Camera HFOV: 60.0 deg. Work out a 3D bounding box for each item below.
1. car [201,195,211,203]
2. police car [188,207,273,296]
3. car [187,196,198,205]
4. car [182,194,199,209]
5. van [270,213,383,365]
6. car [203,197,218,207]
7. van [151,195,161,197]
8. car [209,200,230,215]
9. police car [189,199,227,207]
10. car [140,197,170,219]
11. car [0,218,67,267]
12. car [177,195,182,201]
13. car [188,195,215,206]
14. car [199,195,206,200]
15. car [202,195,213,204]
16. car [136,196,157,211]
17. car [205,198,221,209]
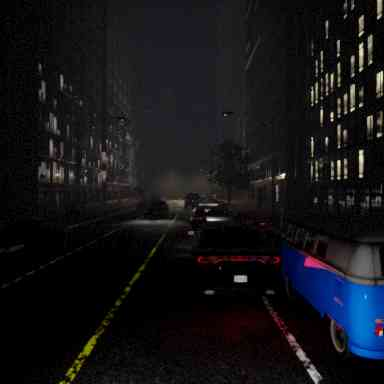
[{"bbox_3d":[2.856,1.401,68.313,1.967,1.590,4.097,0,0,0],"label":"car"},{"bbox_3d":[0.921,1.425,8.830,1.930,1.638,5.238,0,0,0],"label":"police car"},{"bbox_3d":[0.143,1.480,59.484,1.837,1.490,4.892,0,0,0],"label":"car"},{"bbox_3d":[0.112,1.215,44.930,2.150,2.045,5.566,0,0,0],"label":"car"},{"bbox_3d":[2.704,1.341,5.697,1.690,1.788,3.998,0,0,0],"label":"van"},{"bbox_3d":[2.814,1.538,51.236,2.008,1.369,4.403,0,0,0],"label":"car"},{"bbox_3d":[-5.566,1.328,51.260,1.690,1.788,3.998,0,0,0],"label":"van"},{"bbox_3d":[2.773,1.581,34.158,1.802,1.307,4.206,0,0,0],"label":"car"},{"bbox_3d":[0.946,1.425,18.830,1.930,1.638,5.238,0,0,0],"label":"police car"},{"bbox_3d":[-3.030,1.477,29.435,1.882,1.535,5.008,0,0,0],"label":"car"},{"bbox_3d":[-5.663,1.582,11.411,1.802,1.307,4.206,0,0,0],"label":"car"},{"bbox_3d":[-2.795,1.435,85.332,1.837,1.490,4.892,0,0,0],"label":"car"},{"bbox_3d":[0.959,1.351,24.691,2.097,1.767,4.553,0,0,0],"label":"car"},{"bbox_3d":[2.911,1.463,91.083,1.887,1.381,4.507,0,0,0],"label":"car"},{"bbox_3d":[2.842,1.410,62.621,1.967,1.590,4.097,0,0,0],"label":"car"},{"bbox_3d":[-5.594,1.548,39.875,2.008,1.369,4.403,0,0,0],"label":"car"},{"bbox_3d":[2.801,1.544,45.543,2.008,1.369,4.403,0,0,0],"label":"car"}]
